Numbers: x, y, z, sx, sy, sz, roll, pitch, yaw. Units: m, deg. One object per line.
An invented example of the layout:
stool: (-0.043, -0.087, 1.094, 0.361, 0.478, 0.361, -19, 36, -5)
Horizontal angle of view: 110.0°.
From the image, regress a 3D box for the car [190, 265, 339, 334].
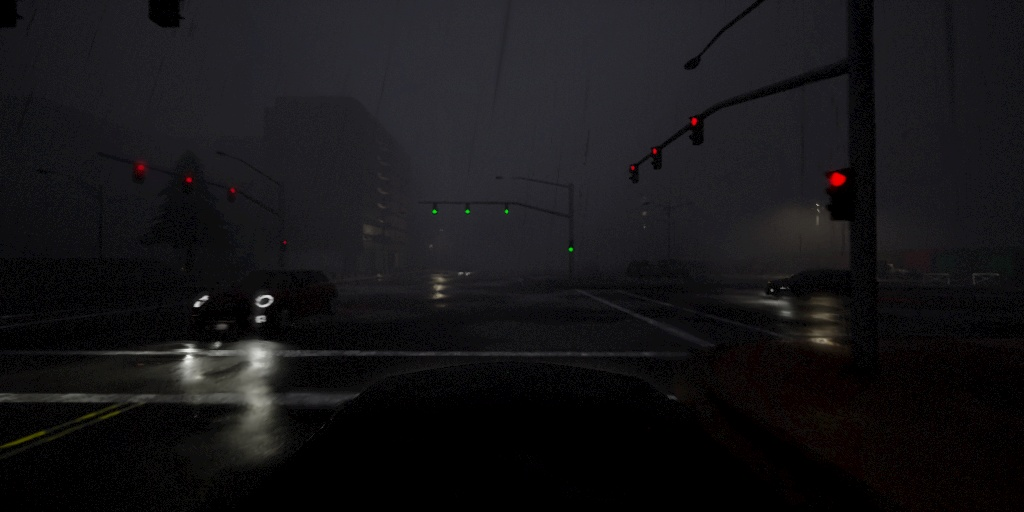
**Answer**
car: (-7.279, 1.190, 11.129, 2.097, 1.767, 4.553, 0, -1, -3)

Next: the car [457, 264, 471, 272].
car: (-8.091, 2.052, 60.807, 1.994, 1.385, 4.181, 0, 0, 0)

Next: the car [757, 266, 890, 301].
car: (15.717, 1.452, 18.315, 4.892, 1.490, 1.837, -1, -1, 1)
